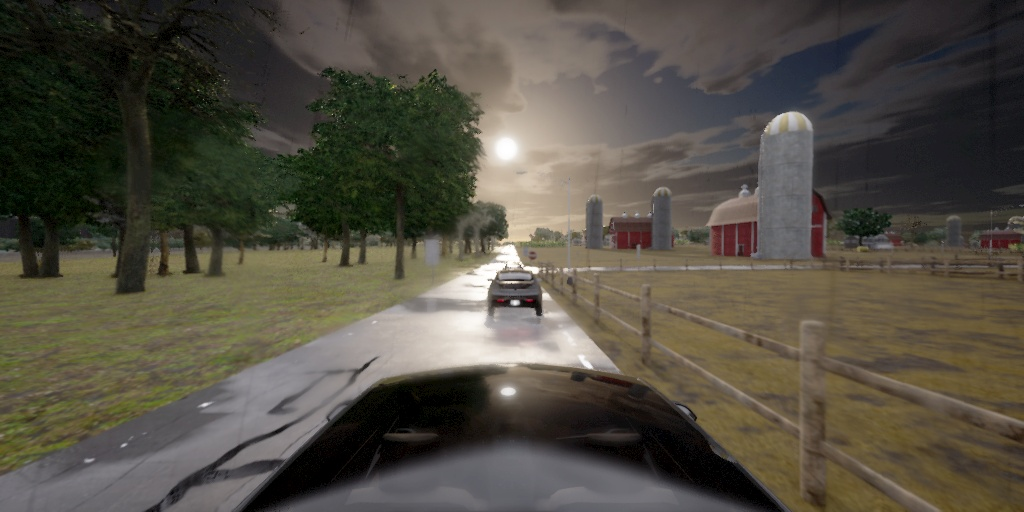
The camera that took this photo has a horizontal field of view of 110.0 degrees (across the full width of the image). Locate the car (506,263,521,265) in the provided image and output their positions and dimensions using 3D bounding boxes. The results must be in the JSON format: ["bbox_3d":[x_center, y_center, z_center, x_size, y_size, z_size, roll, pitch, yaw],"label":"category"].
[{"bbox_3d":[0.101,1.238,27.629,1.994,1.385,4.181,0,0,0],"label":"car"}]

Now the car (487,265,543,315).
[{"bbox_3d":[0.100,1.235,13.546,1.837,1.490,4.892,0,-1,0],"label":"car"}]
